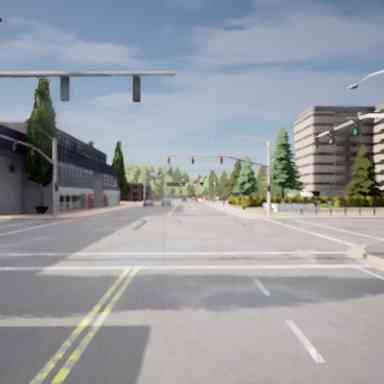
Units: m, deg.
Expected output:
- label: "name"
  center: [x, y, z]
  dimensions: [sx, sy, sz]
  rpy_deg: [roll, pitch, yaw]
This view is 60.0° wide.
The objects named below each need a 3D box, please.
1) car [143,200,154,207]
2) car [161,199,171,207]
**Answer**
- label: "car"
  center: [-8.548, 2.231, 65.413]
  dimensions: [1.812, 1.442, 4.674]
  rpy_deg: [0, 0, -1]
- label: "car"
  center: [-5.056, 2.206, 65.614]
  dimensions: [2.128, 1.511, 4.902]
  rpy_deg: [0, -1, -1]
